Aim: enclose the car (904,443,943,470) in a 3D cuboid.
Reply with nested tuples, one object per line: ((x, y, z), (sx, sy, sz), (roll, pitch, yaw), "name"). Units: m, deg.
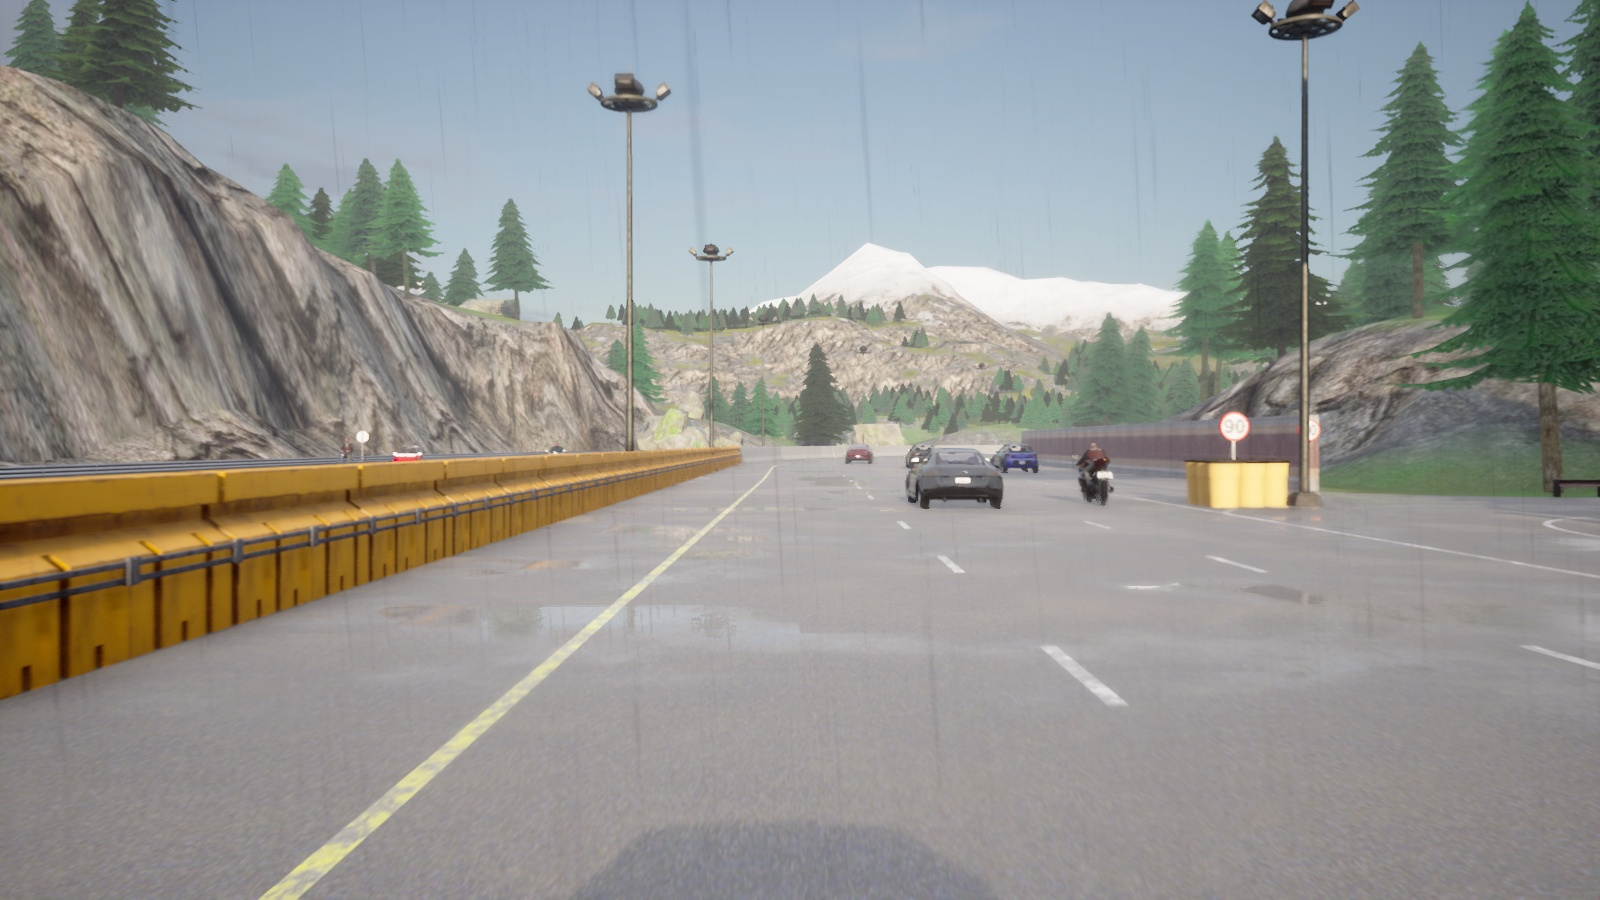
((7.101, 0.356, 72.685), (1.816, 1.474, 4.193), (0, 0, 0), "car")

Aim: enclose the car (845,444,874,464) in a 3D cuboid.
((4.348, 0.264, 90.874), (1.812, 1.442, 4.674), (0, 0, 6), "car")

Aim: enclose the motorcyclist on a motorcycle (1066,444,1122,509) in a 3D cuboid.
((7.170, 0.614, 30.709), (0.866, 1.530, 2.191), (0, 0, 0), "motorcyclist on a motorcycle")

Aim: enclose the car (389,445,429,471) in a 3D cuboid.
((-20.856, 0.406, 67.048), (1.481, 1.376, 2.207), (0, 0, 0), "car")

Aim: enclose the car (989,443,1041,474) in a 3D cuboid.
((10.679, 0.416, 62.664), (1.816, 1.474, 4.193), (0, 0, 0), "car")

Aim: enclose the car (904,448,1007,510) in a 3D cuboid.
((3.667, 0.642, 30.356), (1.994, 1.385, 4.181), (0, 0, 0), "car")
